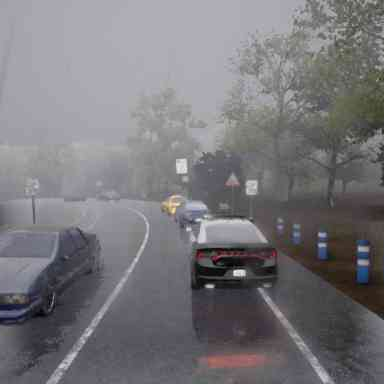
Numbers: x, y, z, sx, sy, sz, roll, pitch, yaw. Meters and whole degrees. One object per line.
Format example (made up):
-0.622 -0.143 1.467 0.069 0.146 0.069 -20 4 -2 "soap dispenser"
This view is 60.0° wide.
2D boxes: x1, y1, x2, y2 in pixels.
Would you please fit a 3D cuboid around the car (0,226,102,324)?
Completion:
-3.482 1.522 7.595 2.033 1.411 5.357 0 0 -2 "car"

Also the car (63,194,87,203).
-16.592 0.888 47.196 1.895 1.301 4.718 -5 3 -39 "car"

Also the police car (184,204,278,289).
0.866 1.369 9.187 1.930 1.638 5.238 0 1 -2 "police car"

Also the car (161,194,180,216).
-1.217 0.936 25.693 1.801 1.575 5.366 -2 2 -14 "car"

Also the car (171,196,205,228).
0.037 1.201 19.362 1.812 1.442 4.674 -1 2 -8 "car"

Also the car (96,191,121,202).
-11.735 0.608 46.443 2.033 1.411 5.357 -5 3 -35 "car"
